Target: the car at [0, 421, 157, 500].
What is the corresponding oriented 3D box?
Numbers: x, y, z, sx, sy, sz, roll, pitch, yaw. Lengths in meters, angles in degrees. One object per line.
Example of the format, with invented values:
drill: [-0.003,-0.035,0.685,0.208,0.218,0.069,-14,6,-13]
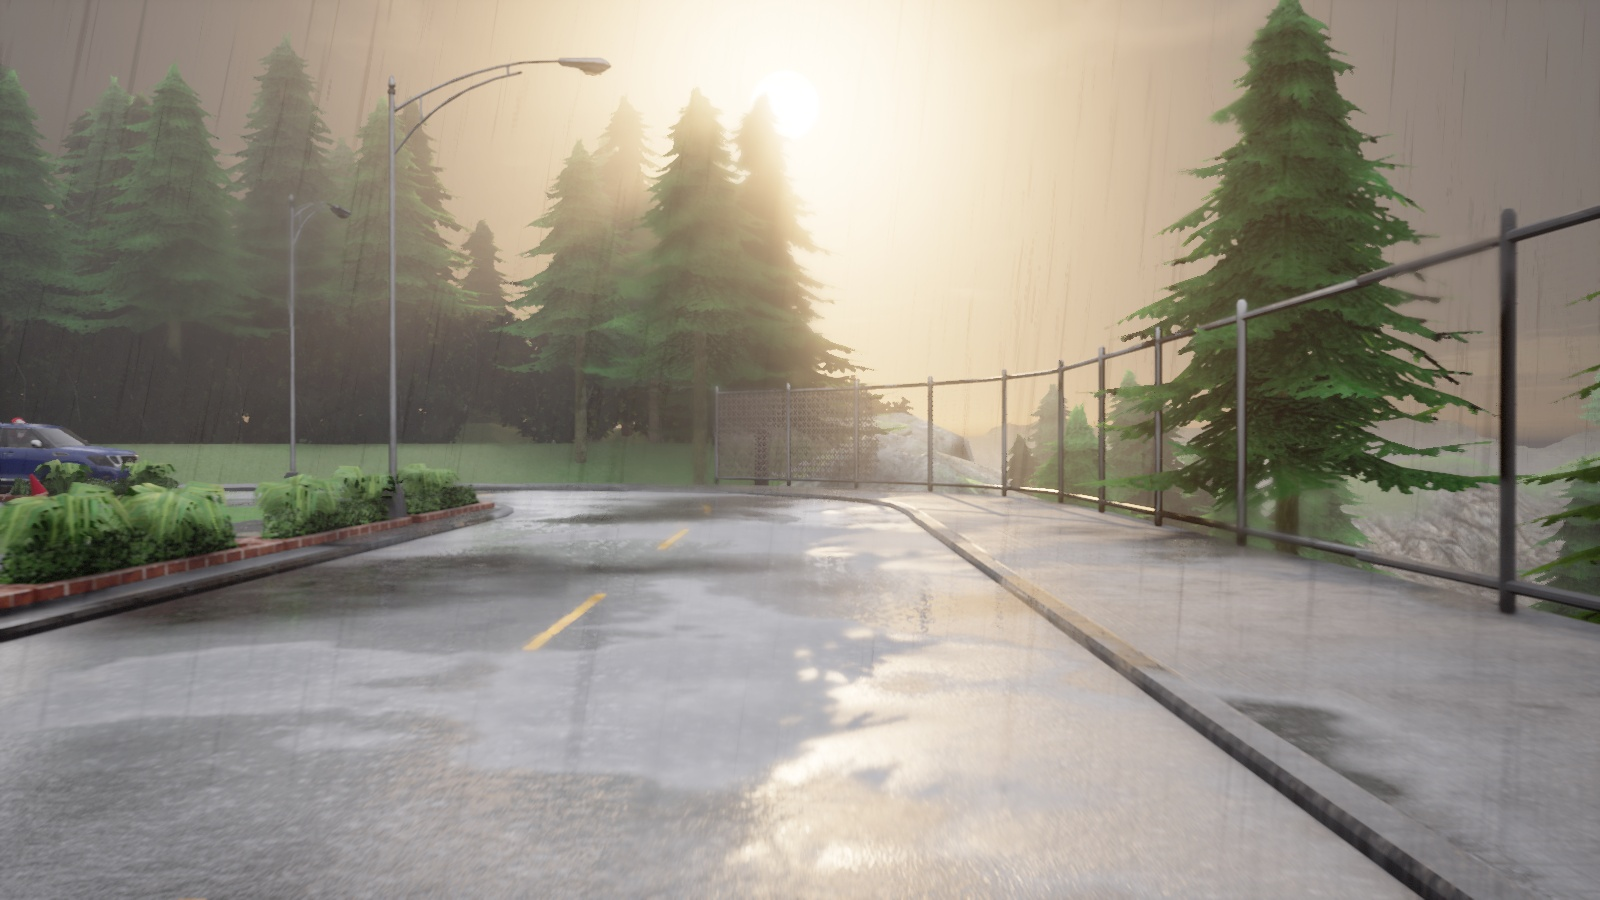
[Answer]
car: [-20.483,0.260,33.470,5.566,2.045,2.150,0,0,0]
